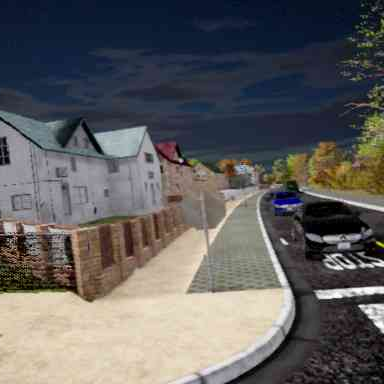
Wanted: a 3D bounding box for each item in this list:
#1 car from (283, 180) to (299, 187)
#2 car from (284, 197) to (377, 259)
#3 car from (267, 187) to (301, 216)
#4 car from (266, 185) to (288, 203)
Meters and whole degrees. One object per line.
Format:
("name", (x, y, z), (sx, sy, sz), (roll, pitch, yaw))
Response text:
("car", (15.821, -0.824, 52.997), (2.150, 2.045, 5.566), (-6, 0, 14))
("car", (4.277, 1.043, 10.747), (1.812, 1.442, 4.674), (-6, 1, 11))
("car", (6.319, 0.712, 22.502), (1.812, 1.442, 4.674), (-6, 0, 11))
("car", (9.100, 0.355, 36.556), (1.994, 1.385, 4.181), (-6, 0, 13))
